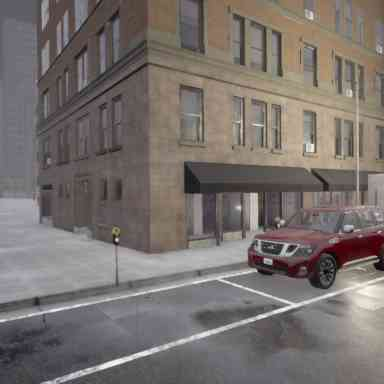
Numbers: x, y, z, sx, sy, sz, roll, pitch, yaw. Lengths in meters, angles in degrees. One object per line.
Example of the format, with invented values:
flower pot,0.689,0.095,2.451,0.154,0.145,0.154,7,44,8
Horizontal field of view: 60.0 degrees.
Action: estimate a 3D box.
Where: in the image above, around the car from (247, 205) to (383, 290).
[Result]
car,3.829,1.313,9.286,5.009,1.841,2.192,0,-1,-36
